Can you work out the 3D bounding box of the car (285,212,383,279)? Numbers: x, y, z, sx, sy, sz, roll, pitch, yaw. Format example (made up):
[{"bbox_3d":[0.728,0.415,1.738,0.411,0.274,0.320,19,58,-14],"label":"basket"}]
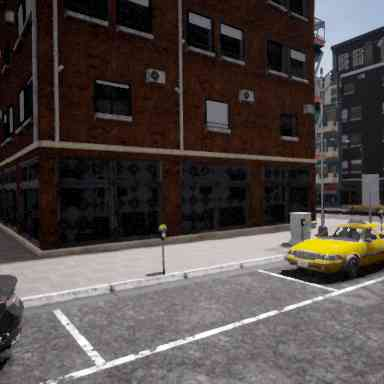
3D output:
[{"bbox_3d":[4.829,1.523,10.018,4.829,1.417,1.752,0,-1,-35],"label":"car"}]

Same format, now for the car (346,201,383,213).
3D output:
[{"bbox_3d":[18.763,1.497,34.921,1.752,1.417,4.829,-1,1,-36],"label":"car"}]

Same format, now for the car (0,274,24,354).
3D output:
[{"bbox_3d":[-4.255,1.551,3.538,4.403,1.369,2.008,0,-1,-35],"label":"car"}]
